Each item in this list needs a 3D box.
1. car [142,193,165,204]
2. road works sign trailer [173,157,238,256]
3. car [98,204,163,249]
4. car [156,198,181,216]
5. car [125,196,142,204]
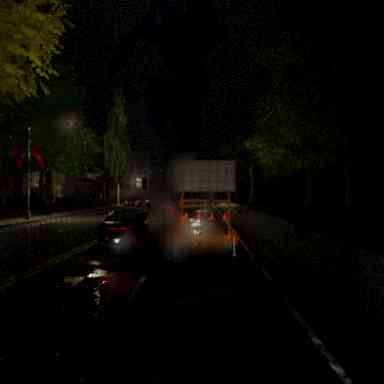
[{"bbox_3d":[-4.935,1.219,45.883,2.150,2.045,5.566,0,0,2],"label":"car"},{"bbox_3d":[0.522,0.442,12.999,2.380,3.560,2.880,0,0,2],"label":"road works sign trailer"},{"bbox_3d":[-2.584,1.481,14.326,1.837,1.490,4.892,0,0,2],"label":"car"},{"bbox_3d":[-1.953,1.535,32.457,1.994,1.385,4.181,0,0,2],"label":"car"},{"bbox_3d":[-8.130,1.353,47.385,2.097,1.767,4.553,0,0,2],"label":"car"}]
